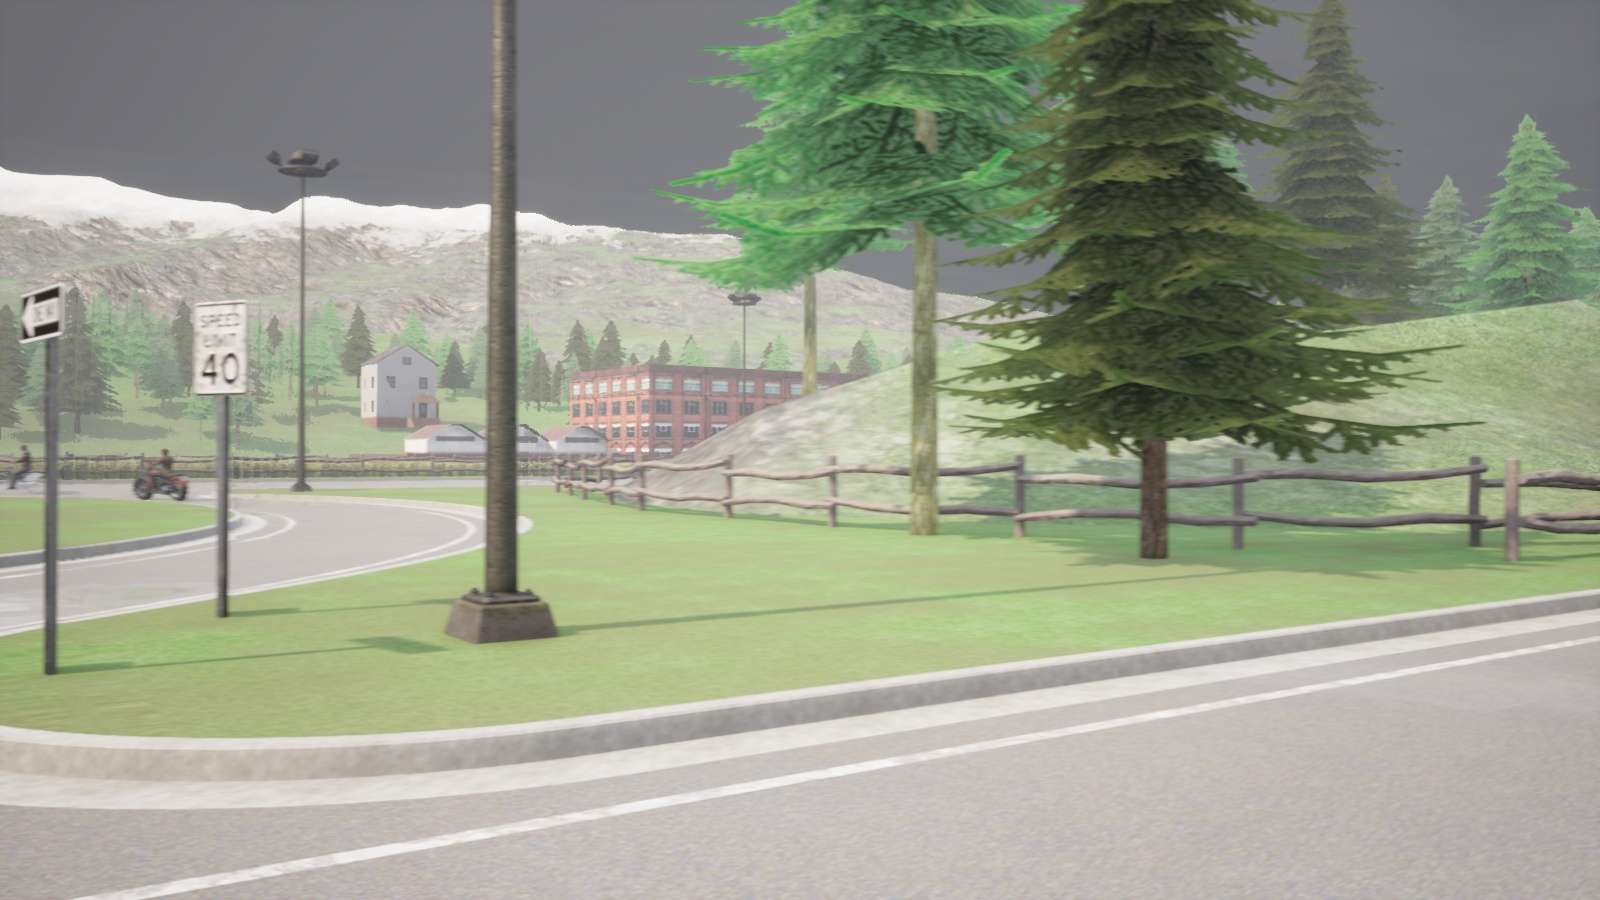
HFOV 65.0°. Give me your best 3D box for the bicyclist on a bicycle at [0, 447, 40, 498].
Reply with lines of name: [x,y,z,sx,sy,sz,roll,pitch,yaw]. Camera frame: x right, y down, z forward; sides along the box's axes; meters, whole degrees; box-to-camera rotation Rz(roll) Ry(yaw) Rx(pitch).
bicyclist on a bicycle: [-27.571,0.787,43.733,1.843,1.776,0.659,0,0,-35]

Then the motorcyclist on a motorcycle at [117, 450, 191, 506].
motorcyclist on a motorcycle: [-19.872,0.846,38.613,2.350,1.649,0.766,0,1,27]
